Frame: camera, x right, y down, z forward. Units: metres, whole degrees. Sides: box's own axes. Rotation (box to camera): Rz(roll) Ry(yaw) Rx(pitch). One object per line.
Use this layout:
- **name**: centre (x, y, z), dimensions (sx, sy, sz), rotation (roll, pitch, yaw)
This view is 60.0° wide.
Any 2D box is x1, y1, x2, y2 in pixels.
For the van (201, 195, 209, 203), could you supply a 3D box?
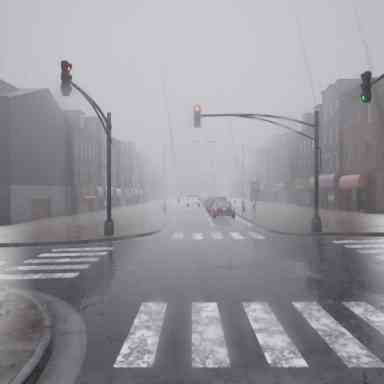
- **van**: centre (2.773, 1.504, 72.870), dimensions (1.690, 1.788, 3.998), rotation (-1, 0, 0)

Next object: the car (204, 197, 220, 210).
- **car**: centre (2.721, 1.509, 45.857), dimensions (1.967, 1.590, 4.097), rotation (-1, 0, 0)

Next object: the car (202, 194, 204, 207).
- **car**: centre (2.709, 1.369, 40.456), dimensions (2.192, 1.841, 5.009), rotation (-1, 0, 0)

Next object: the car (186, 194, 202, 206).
- **car**: centre (0.211, 1.319, 55.126), dimensions (2.150, 2.045, 5.566), rotation (0, 0, 0)

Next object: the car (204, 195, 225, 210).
- **car**: centre (2.698, 1.356, 35.053), dimensions (2.192, 1.841, 5.009), rotation (-1, 0, 0)

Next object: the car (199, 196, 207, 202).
- **car**: centre (2.797, 1.792, 83.673), dimensions (1.802, 1.307, 4.206), rotation (-1, 0, 0)

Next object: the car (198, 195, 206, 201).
- **car**: centre (2.817, 1.702, 94.479), dimensions (1.967, 1.590, 4.097), rotation (-1, 0, 0)

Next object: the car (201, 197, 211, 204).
- **car**: centre (2.765, 1.668, 67.636), dimensions (1.752, 1.417, 4.829), rotation (-1, 0, 0)

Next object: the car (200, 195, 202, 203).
- **car**: centre (2.731, 1.525, 51.260), dimensions (1.967, 1.590, 4.097), rotation (-1, 0, 0)

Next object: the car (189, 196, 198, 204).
- **car**: centre (0.239, 1.654, 69.618), dimensions (1.837, 1.490, 4.892), rotation (0, 0, 0)

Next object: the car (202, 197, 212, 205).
- **car**: centre (2.754, 1.647, 62.234), dimensions (1.752, 1.417, 4.829), rotation (-1, 0, 0)

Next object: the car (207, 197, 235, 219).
- **car**: centre (2.688, 1.470, 29.651), dimensions (1.967, 1.590, 4.097), rotation (-1, 0, 0)
